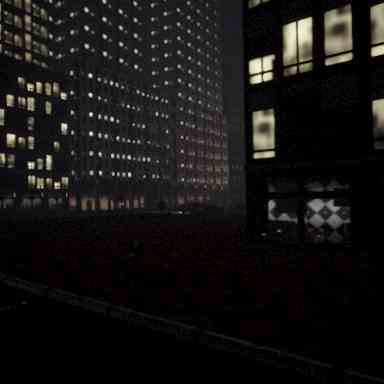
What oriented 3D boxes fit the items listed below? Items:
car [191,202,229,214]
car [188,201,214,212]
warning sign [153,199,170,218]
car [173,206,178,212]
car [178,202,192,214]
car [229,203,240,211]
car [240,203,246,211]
[{"bbox_3d":[2.637,2.434,47.234,2.033,1.411,5.357,-1,-2,36],"label":"car"},{"bbox_3d":[1.579,2.485,56.828,2.097,1.767,4.553,-1,-2,37],"label":"car"},{"bbox_3d":[-3.161,1.724,34.516,1.300,1.860,1.060,0,0,36],"label":"warning sign"},{"bbox_3d":[-1.311,2.718,58.380,1.812,1.442,4.674,-1,-2,37],"label":"car"},{"bbox_3d":[0.554,2.318,49.880,2.097,1.767,4.553,-1,-2,37],"label":"car"},{"bbox_3d":[8.280,2.725,60.431,2.033,1.411,5.357,-1,-2,36],"label":"car"},{"bbox_3d":[10.900,2.589,58.512,1.882,1.535,5.008,-1,-2,36],"label":"car"}]
